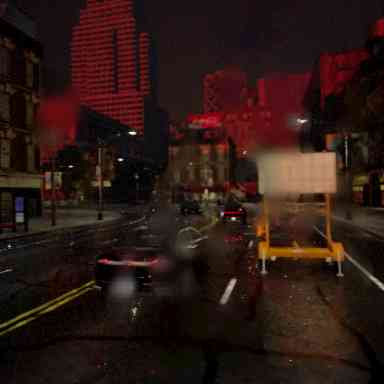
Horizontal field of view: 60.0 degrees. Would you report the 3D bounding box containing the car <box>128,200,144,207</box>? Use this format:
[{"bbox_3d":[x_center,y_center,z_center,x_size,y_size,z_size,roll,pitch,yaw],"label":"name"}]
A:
[{"bbox_3d":[-11.669,2.380,71.465,4.674,1.452,2.002,-2,-1,34],"label":"car"}]

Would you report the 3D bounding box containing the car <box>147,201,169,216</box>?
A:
[{"bbox_3d":[-3.662,1.996,36.817,1.895,1.301,4.718,-1,-1,-10],"label":"car"}]

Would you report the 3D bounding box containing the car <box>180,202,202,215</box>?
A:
[{"bbox_3d":[-0.135,1.793,35.885,1.882,1.535,5.008,-1,-1,-8],"label":"car"}]

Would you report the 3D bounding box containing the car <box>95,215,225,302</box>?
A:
[{"bbox_3d":[-0.653,1.580,8.605,2.128,1.511,4.902,-1,-1,14],"label":"car"}]

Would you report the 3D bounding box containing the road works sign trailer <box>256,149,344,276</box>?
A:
[{"bbox_3d":[3.304,0.489,10.527,2.380,3.560,2.880,-1,-1,14],"label":"road works sign trailer"}]

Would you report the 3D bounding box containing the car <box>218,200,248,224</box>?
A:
[{"bbox_3d":[3.337,1.666,26.318,1.837,1.490,4.892,-1,0,8],"label":"car"}]

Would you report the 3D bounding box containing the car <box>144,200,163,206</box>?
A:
[{"bbox_3d":[-7.045,2.331,68.080,4.718,1.301,1.895,-2,-1,44],"label":"car"}]
